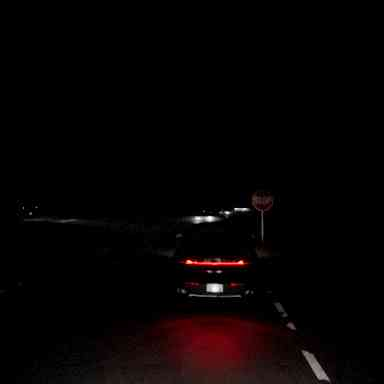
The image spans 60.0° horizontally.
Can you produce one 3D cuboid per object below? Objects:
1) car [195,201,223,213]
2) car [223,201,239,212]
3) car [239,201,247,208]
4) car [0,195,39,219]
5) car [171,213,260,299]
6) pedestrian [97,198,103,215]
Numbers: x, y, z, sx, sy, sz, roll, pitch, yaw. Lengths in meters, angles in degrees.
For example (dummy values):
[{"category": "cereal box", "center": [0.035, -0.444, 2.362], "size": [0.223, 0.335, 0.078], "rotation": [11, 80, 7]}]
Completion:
[{"category": "car", "center": [1.704, 1.776, 35.383], "size": [1.994, 1.385, 4.181], "rotation": [0, -1, 15]}, {"category": "car", "center": [4.699, 1.924, 45.954], "size": [2.033, 1.411, 5.357], "rotation": [0, -1, 17]}, {"category": "car", "center": [8.778, 2.200, 59.857], "size": [1.895, 1.301, 4.718], "rotation": [0, -1, 16]}, {"category": "car", "center": [-13.062, 1.057, 22.754], "size": [4.718, 1.301, 1.895], "rotation": [2, -1, 8]}, {"category": "car", "center": [0.590, 1.504, 8.481], "size": [1.837, 1.490, 4.892], "rotation": [0, 0, 4]}, {"category": "pedestrian", "center": [-8.007, 1.079, 28.566], "size": [0.375, 1.860, 0.375], "rotation": [0, -4, 7]}]
